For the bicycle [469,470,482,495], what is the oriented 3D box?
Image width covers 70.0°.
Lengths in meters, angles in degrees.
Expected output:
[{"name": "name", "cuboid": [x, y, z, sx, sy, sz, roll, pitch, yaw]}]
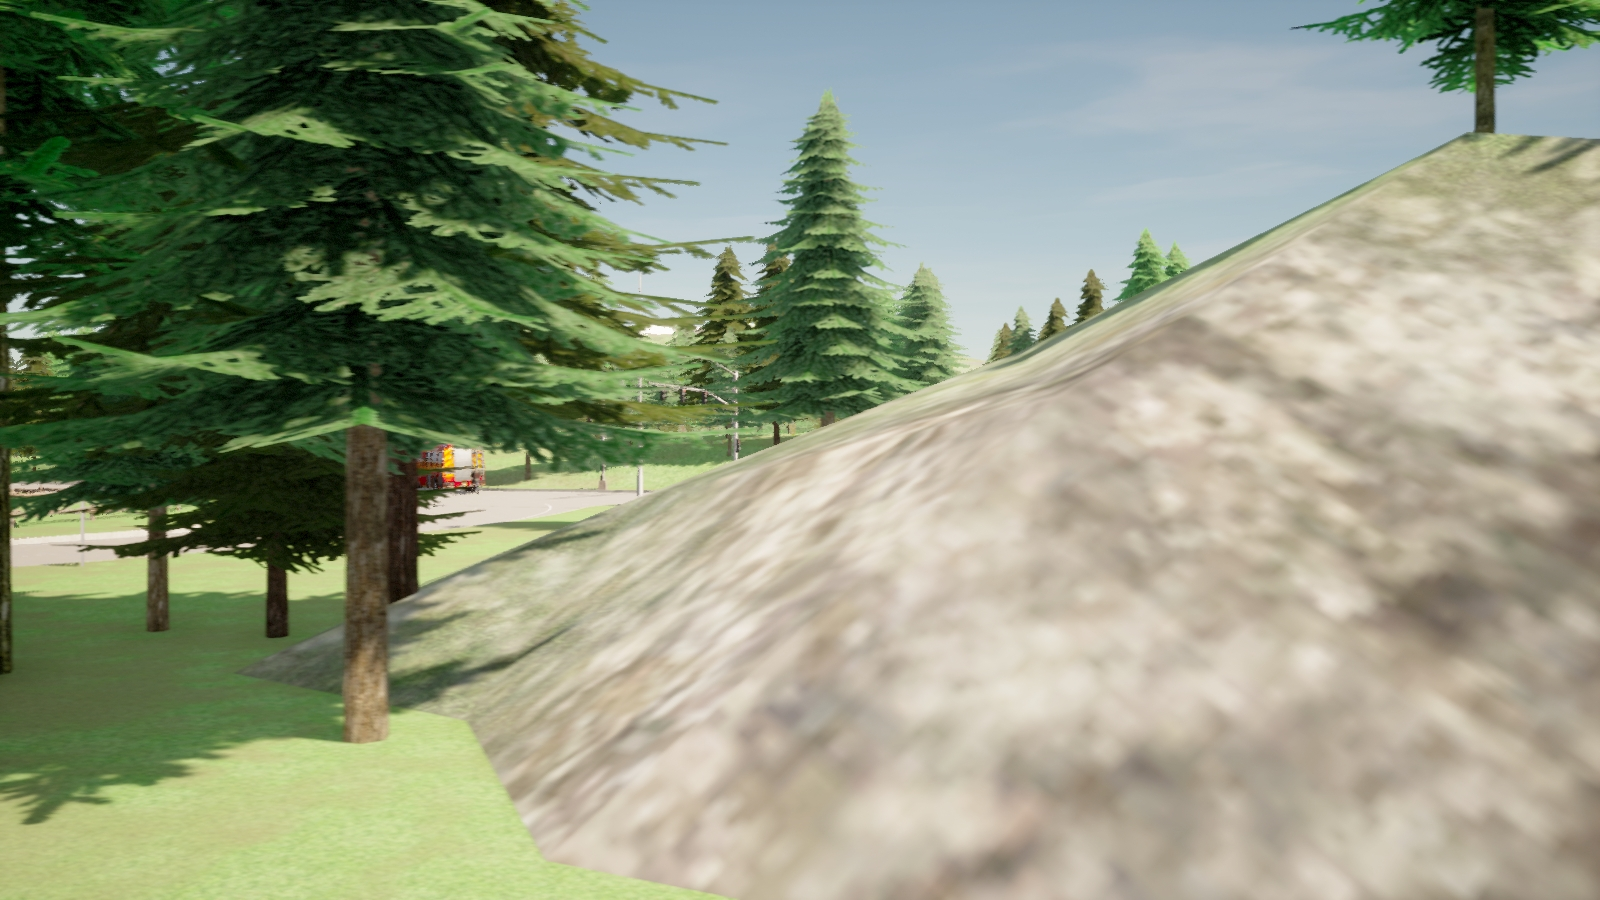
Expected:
[{"name": "bicycle", "cuboid": [-20.594, 2.055, 72.455, 0.329, 1.471, 1.835, 0, 0, -32]}]
